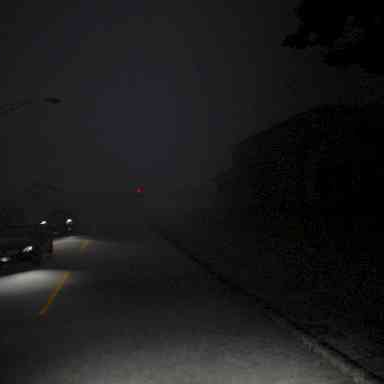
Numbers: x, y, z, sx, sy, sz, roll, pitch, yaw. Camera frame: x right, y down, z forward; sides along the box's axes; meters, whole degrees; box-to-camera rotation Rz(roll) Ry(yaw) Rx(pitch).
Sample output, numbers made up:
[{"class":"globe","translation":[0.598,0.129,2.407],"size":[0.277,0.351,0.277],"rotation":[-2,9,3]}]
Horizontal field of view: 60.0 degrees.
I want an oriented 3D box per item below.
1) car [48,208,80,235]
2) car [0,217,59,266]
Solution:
[{"class":"car","translation":[-9.184,2.057,23.350],"size":[2.097,1.767,4.553],"rotation":[-4,0,-13]},{"class":"car","translation":[-6.863,2.040,13.471],"size":[1.812,1.442,4.674],"rotation":[-4,0,-14]}]
